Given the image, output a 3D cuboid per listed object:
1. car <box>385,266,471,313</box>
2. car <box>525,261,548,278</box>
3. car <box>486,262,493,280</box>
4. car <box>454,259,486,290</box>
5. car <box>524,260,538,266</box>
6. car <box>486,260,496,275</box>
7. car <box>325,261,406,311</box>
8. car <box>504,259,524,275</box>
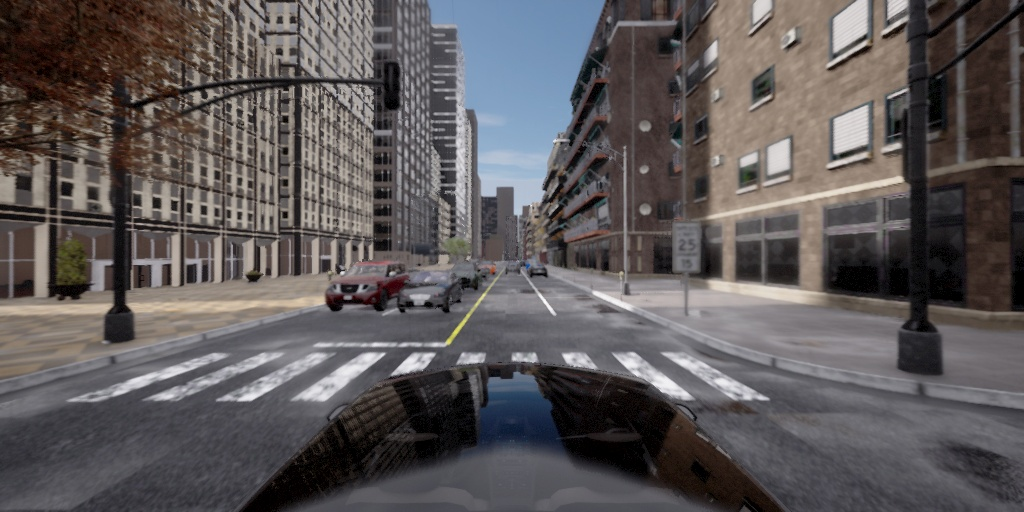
[{"bbox_3d":[-3.101,1.312,14.436,2.128,1.511,4.902,0,0,0],"label":"car"},{"bbox_3d":[2.690,1.517,37.032,1.948,1.339,4.313,0,0,0],"label":"car"},{"bbox_3d":[-3.093,1.530,33.325,1.895,1.301,4.718,0,0,0],"label":"car"},{"bbox_3d":[-3.098,1.225,23.608,2.097,1.767,4.553,0,0,0],"label":"car"},{"bbox_3d":[2.690,1.510,42.725,1.751,1.417,4.829,0,0,0],"label":"car"},{"bbox_3d":[-3.047,1.342,43.343,2.097,1.767,4.553,0,0,1],"label":"car"},{"bbox_3d":[-5.691,1.138,14.942,2.192,1.841,5.009,0,0,0],"label":"car"},{"bbox_3d":[0.102,1.487,44.326,2.128,1.511,4.902,0,0,0],"label":"car"}]
